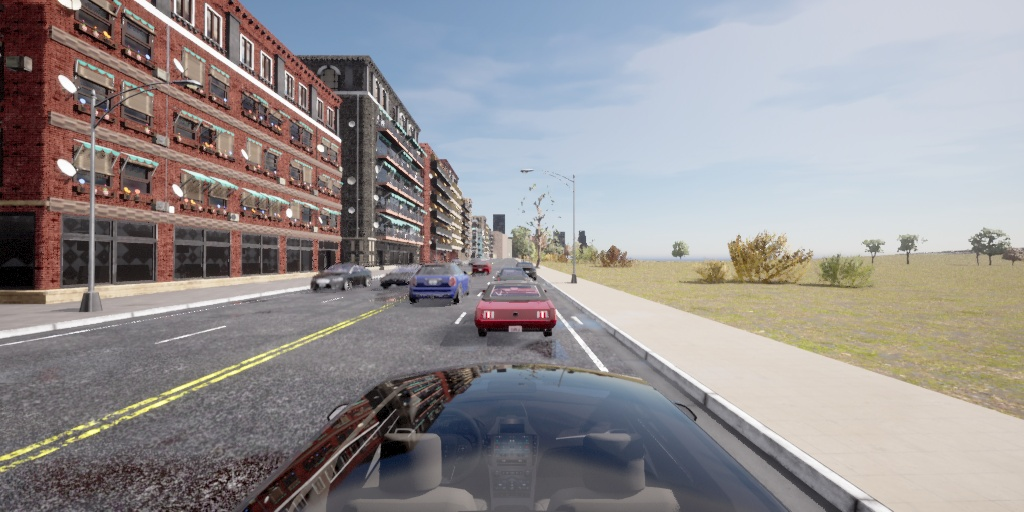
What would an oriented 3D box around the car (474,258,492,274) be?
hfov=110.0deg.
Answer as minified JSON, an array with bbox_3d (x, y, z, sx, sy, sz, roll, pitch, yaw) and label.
[{"bbox_3d":[-3.262,1.231,39.280,1.882,1.535,5.008,0,0,0],"label":"car"}]

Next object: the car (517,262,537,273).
[{"bbox_3d":[1.052,1.259,30.298,1.837,1.490,4.892,0,0,0],"label":"car"}]

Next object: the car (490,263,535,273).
[{"bbox_3d":[0.036,1.317,20.305,1.994,1.385,4.181,0,0,0],"label":"car"}]

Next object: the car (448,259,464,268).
[{"bbox_3d":[-9.994,1.242,63.935,2.128,1.511,4.902,0,0,0],"label":"car"}]

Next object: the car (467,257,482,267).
[{"bbox_3d":[-6.740,1.104,64.634,2.097,1.767,4.553,0,0,0],"label":"car"}]

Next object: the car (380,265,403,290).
[{"bbox_3d":[-6.665,1.300,22.831,2.033,1.411,5.357,0,0,0],"label":"car"}]

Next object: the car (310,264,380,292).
[{"bbox_3d":[-9.909,1.244,21.177,2.128,1.511,4.902,0,0,0],"label":"car"}]

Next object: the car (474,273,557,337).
[{"bbox_3d":[0.075,1.352,10.274,1.895,1.301,4.718,0,0,0],"label":"car"}]

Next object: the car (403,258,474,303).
[{"bbox_3d":[-3.198,1.104,16.646,2.097,1.767,4.553,0,0,0],"label":"car"}]
